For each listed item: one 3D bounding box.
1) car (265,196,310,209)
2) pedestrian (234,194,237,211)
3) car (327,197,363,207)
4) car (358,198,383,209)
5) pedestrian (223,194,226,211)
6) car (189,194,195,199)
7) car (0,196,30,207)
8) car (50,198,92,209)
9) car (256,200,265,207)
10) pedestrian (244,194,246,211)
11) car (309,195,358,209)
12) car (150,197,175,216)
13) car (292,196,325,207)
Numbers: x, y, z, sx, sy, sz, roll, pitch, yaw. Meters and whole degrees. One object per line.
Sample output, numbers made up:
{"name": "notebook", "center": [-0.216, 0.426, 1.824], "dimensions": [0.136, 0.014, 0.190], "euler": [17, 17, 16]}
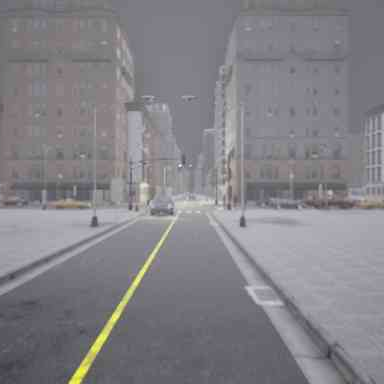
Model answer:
{"name": "car", "center": [11.765, 1.497, 41.073], "dimensions": [4.403, 1.369, 2.008], "euler": [0, 0, 0]}
{"name": "pedestrian", "center": [4.511, 1.078, 34.682], "dimensions": [0.375, 1.860, 0.375], "euler": [0, 0, 0]}
{"name": "car", "center": [22.591, 1.446, 49.088], "dimensions": [4.403, 1.369, 2.008], "euler": [0, 0, 0]}
{"name": "car", "center": [22.754, 1.473, 41.063], "dimensions": [4.829, 1.417, 1.752], "euler": [0, 0, 0]}
{"name": "pedestrian", "center": [3.511, 1.076, 35.882], "dimensions": [0.375, 1.860, 0.375], "euler": [0, 0, 0]}
{"name": "car", "center": [0.004, 1.338, 89.306], "dimensions": [1.812, 1.442, 4.674], "euler": [0, 0, 0]}
{"name": "car", "center": [-26.397, 1.329, 49.131], "dimensions": [4.097, 1.590, 1.967], "euler": [0, 0, 0]}
{"name": "car", "center": [-14.911, 1.468, 41.096], "dimensions": [4.829, 1.417, 1.752], "euler": [0, 0, 0]}
{"name": "car", "center": [11.773, 1.438, 49.097], "dimensions": [4.507, 1.381, 1.887], "euler": [0, 0, 0]}
{"name": "pedestrian", "center": [5.511, 1.083, 35.282], "dimensions": [0.375, 1.860, 0.375], "euler": [0, 0, 0]}
{"name": "car", "center": [17.174, 1.262, 41.066], "dimensions": [5.009, 1.841, 2.192], "euler": [0, 0, 0]}
{"name": "car", "center": [-2.766, 1.289, 32.199], "dimensions": [2.097, 1.767, 4.553], "euler": [0, 0, 0]}
{"name": "car", "center": [17.181, 1.334, 49.092], "dimensions": [4.097, 1.590, 1.967], "euler": [0, 0, 0]}
